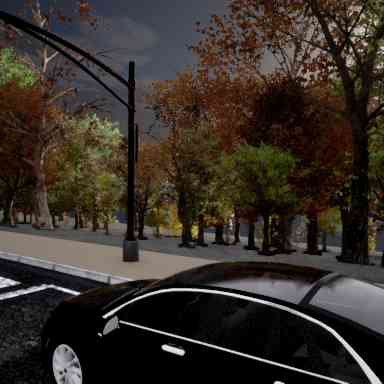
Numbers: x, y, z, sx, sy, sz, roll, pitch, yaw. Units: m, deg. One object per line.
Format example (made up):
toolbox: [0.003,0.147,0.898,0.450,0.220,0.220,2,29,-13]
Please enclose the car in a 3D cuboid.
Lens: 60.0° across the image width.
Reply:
car: [0.389,1.505,3.397,4.892,1.490,1.837,0,0,36]
